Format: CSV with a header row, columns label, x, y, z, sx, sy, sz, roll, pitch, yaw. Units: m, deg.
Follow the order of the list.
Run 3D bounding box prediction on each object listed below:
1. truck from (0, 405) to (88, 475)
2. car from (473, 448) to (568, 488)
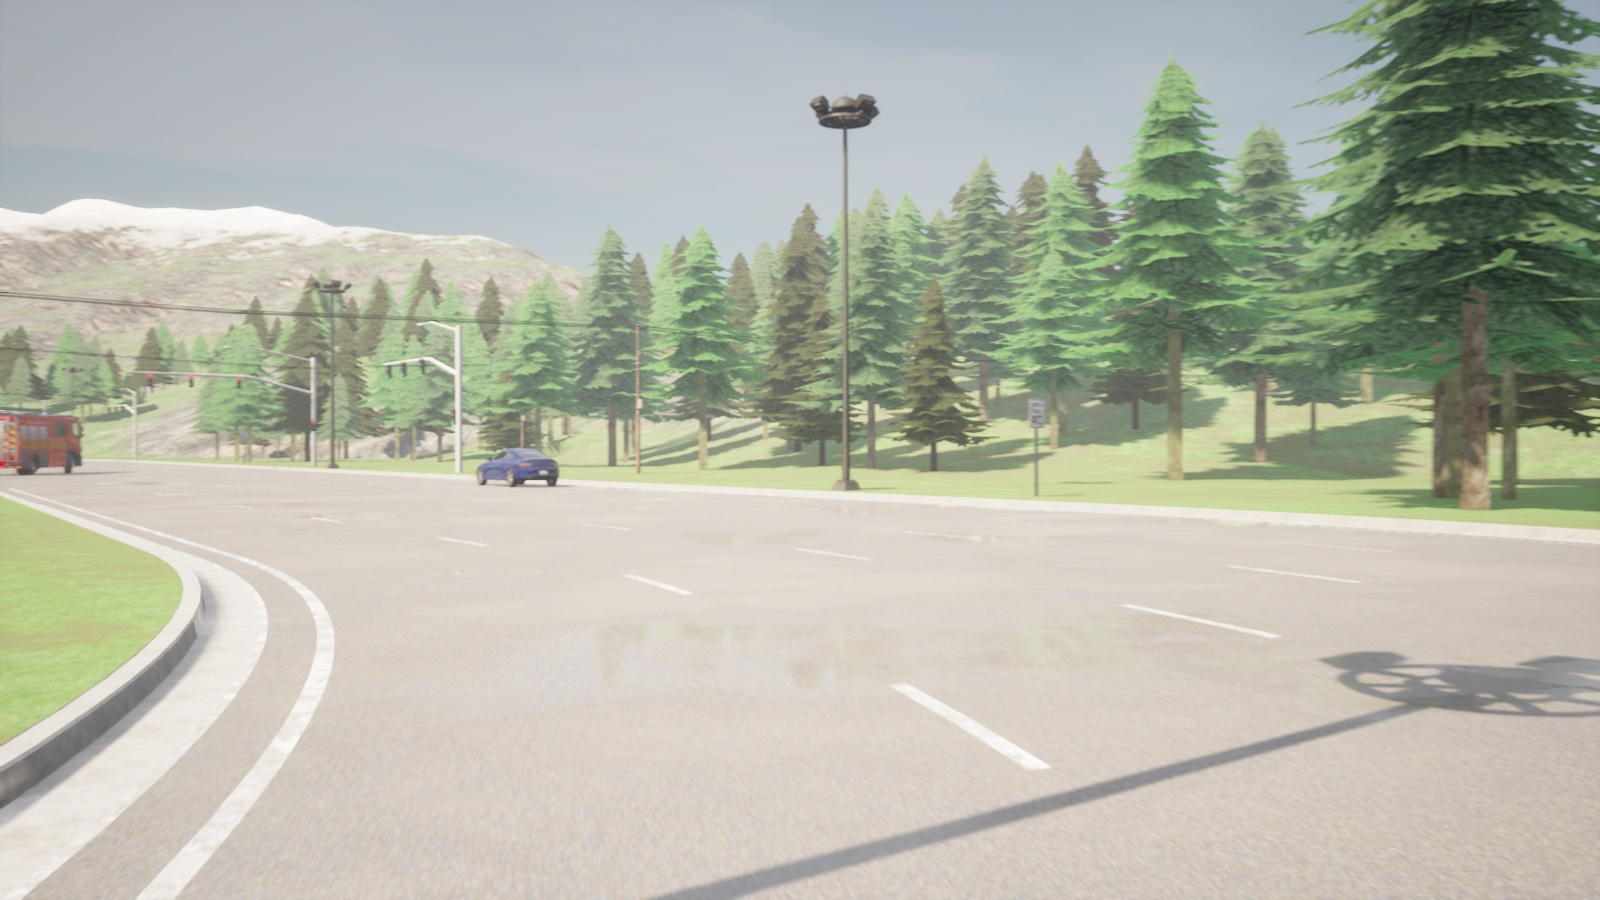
label,x,y,z,sx,sy,sz,roll,pitch,yaw
truck,-44.488,-0.566,72.693,2.891,3.827,8.468,0,0,-9
car,-10.709,0.652,47.934,1.812,1.442,4.674,0,0,-36
